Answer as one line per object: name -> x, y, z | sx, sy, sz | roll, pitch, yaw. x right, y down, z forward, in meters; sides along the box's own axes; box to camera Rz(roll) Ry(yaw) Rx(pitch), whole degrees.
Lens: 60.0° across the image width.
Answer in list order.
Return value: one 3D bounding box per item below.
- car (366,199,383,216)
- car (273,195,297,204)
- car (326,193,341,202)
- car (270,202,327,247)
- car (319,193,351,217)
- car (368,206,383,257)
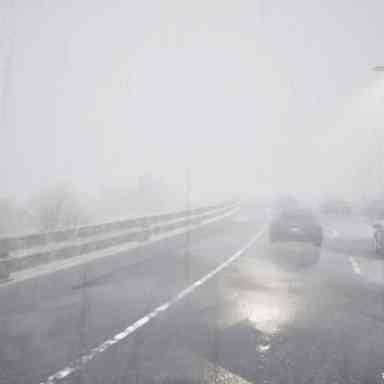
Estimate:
car -> 14.809, 1.256, 25.394 | 1.812, 1.442, 4.674 | 1, 1, 12
car -> 9.033, 1.013, 32.466 | 1.882, 1.535, 5.008 | 1, 1, 9
car -> 22.955, 0.895, 53.933 | 1.994, 1.385, 4.181 | 1, 1, 25
car -> 4.513, 1.362, 14.274 | 1.994, 1.385, 4.181 | 1, 1, 19
car -> 11.687, 1.148, 27.391 | 2.128, 1.511, 4.902 | 1, 1, 12
car -> 6.545, 1.409, 9.607 | 1.837, 1.490, 4.892 | 1, 1, 21
